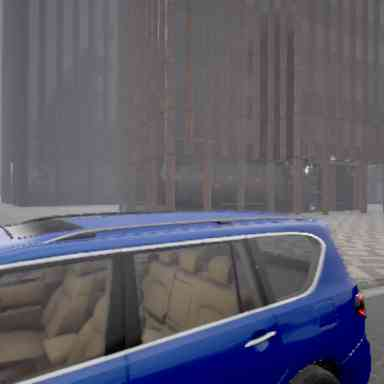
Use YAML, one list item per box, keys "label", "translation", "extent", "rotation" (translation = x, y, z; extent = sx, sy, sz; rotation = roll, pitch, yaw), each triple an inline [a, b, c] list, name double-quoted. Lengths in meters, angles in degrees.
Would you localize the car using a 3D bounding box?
- label: "car"
  translation: [-0.958, 1.222, 2.519]
  extent: [5.566, 2.045, 2.150]
  rotation: [0, 0, -33]
